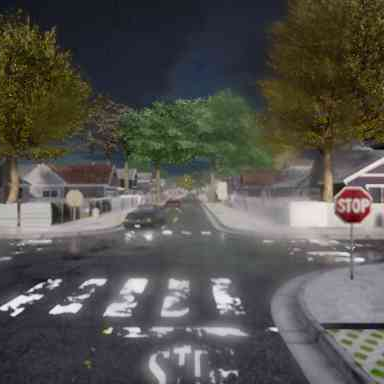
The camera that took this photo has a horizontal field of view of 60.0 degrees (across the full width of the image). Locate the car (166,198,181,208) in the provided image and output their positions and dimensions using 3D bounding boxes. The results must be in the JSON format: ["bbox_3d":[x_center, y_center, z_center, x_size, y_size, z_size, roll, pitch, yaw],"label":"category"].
[{"bbox_3d":[-2.621,1.525,46.705,1.994,1.385,4.181,0,0,0],"label":"car"}]

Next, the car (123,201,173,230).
[{"bbox_3d":[-2.811,1.529,21.427,2.033,1.411,5.357,0,0,6],"label":"car"}]
